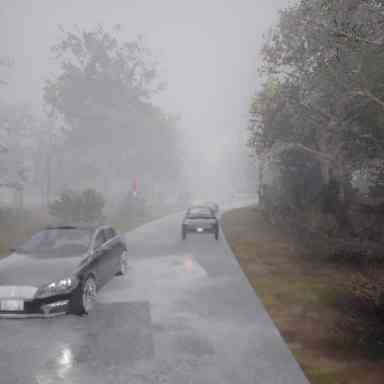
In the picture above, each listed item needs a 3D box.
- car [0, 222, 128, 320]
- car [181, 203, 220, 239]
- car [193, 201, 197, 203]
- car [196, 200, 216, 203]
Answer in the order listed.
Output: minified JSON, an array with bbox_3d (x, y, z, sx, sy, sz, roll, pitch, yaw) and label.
[{"bbox_3d":[-2.761,1.505,7.629,2.128,1.511,4.902,0,0,1],"label":"car"},{"bbox_3d":[0.478,1.554,17.861,2.128,1.511,4.902,0,0,2],"label":"car"},{"bbox_3d":[1.319,2.017,51.888,1.882,1.535,5.008,0,-1,11],"label":"car"},{"bbox_3d":[2.063,1.827,37.299,2.033,1.411,5.357,0,-1,7],"label":"car"}]
